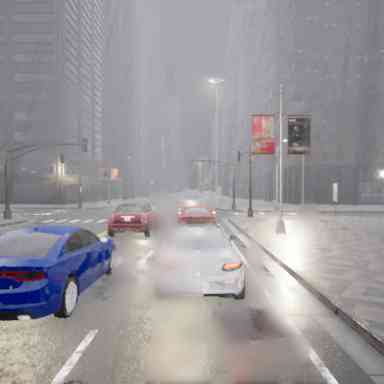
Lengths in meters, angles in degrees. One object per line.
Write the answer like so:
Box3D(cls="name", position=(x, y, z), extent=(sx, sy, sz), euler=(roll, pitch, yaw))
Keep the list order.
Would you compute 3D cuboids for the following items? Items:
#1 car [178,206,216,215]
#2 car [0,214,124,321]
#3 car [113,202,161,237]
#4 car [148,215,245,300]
Box3D(cls="car", position=(0.253, 1.468, 17.594), extent=(1.882, 1.535, 5.008), euler=(0, 0, 0))
Box3D(cls="car", position=(-3.089, 1.475, 7.428), extent=(1.882, 1.535, 5.008), euler=(0, 0, 1))
Box3D(cls="car", position=(-3.002, 1.342, 18.107), extent=(2.097, 1.767, 4.553), euler=(0, 0, 3))
Box3D(cls="car", position=(0.178, 1.522, 8.265), extent=(1.812, 1.442, 4.674), euler=(0, 0, 0))
